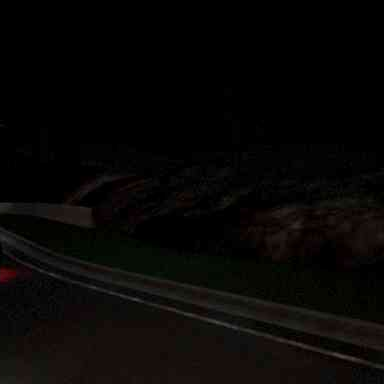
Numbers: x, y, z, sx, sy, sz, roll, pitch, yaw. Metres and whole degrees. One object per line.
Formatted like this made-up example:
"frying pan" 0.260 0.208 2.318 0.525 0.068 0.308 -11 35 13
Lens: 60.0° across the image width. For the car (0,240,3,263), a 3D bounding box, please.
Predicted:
"car" -7.669 1.575 10.904 1.994 1.385 4.181 0 0 -41
